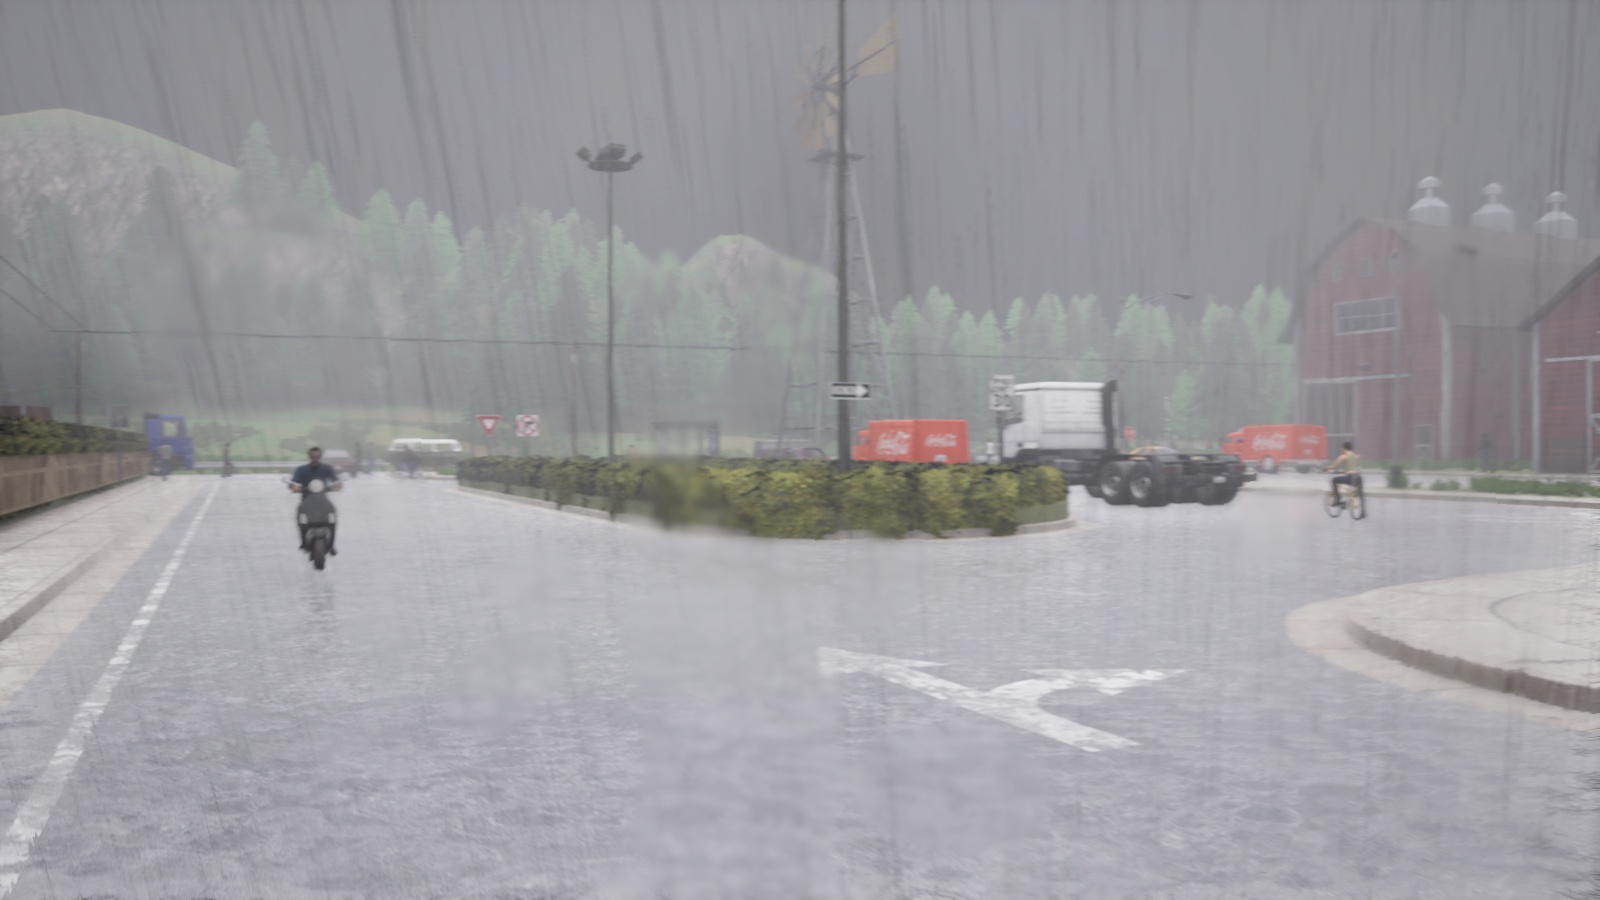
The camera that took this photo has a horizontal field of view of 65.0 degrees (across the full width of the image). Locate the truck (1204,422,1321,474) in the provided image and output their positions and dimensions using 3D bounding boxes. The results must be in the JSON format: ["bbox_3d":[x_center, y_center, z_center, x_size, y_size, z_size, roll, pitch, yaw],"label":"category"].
[{"bbox_3d":[23.325,-0.099,63.559,2.627,2.467,5.204,-1,0,-25],"label":"truck"}]

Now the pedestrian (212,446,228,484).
[{"bbox_3d":[-29.468,0.754,63.803,0.692,1.930,0.396,-1,0,-29],"label":"pedestrian"}]

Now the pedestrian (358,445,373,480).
[{"bbox_3d":[-23.334,0.675,67.479,0.706,1.836,0.354,-1,0,-9],"label":"pedestrian"}]

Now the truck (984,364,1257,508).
[{"bbox_3d":[8.427,-0.342,34.318,2.891,3.462,7.936,-1,0,-24],"label":"truck"}]

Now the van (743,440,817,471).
[{"bbox_3d":[-1.305,0.355,82.282,4.442,1.987,1.775,-1,0,-24],"label":"van"}]

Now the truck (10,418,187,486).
[{"bbox_3d":[-36.859,0.061,66.350,7.936,3.462,2.891,-1,0,-24],"label":"truck"}]

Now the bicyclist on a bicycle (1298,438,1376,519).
[{"bbox_3d":[11.132,0.572,26.083,0.866,1.612,1.509,-1,0,-4],"label":"bicyclist on a bicycle"}]

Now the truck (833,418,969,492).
[{"bbox_3d":[3.497,0.175,44.870,2.627,2.467,5.204,-1,0,-25],"label":"truck"}]

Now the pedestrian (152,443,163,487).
[{"bbox_3d":[-27.470,0.633,53.664,0.354,1.836,0.706,-1,0,-31],"label":"pedestrian"}]

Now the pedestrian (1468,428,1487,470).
[{"bbox_3d":[31.719,-0.039,58.813,0.402,1.930,0.666,-1,0,-43],"label":"pedestrian"}]

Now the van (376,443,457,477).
[{"bbox_3d":[-23.310,0.590,76.256,4.480,2.038,2.069,0,0,-24],"label":"van"}]

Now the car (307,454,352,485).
[{"bbox_3d":[-23.367,0.932,62.303,1.812,1.442,4.674,-1,0,-23],"label":"car"}]

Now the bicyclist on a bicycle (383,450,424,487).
[{"bbox_3d":[-17.441,0.814,55.242,1.656,1.620,0.582,0,-1,8],"label":"bicyclist on a bicycle"}]

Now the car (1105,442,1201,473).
[{"bbox_3d":[18.414,0.374,65.795,1.801,1.575,5.366,-1,0,-25],"label":"car"}]

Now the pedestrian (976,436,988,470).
[{"bbox_3d":[9.834,0.179,67.724,0.354,1.836,0.706,-1,0,-15],"label":"pedestrian"}]

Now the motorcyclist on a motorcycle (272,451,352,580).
[{"bbox_3d":[-6.465,0.811,16.591,0.866,1.590,1.817,-1,0,-24],"label":"motorcyclist on a motorcycle"}]

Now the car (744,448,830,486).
[{"bbox_3d":[-0.580,0.698,52.675,1.845,1.501,3.633,-1,0,-35],"label":"car"}]

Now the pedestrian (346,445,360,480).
[{"bbox_3d":[-23.815,0.683,66.883,0.614,1.847,0.353,-1,0,-3],"label":"pedestrian"}]
